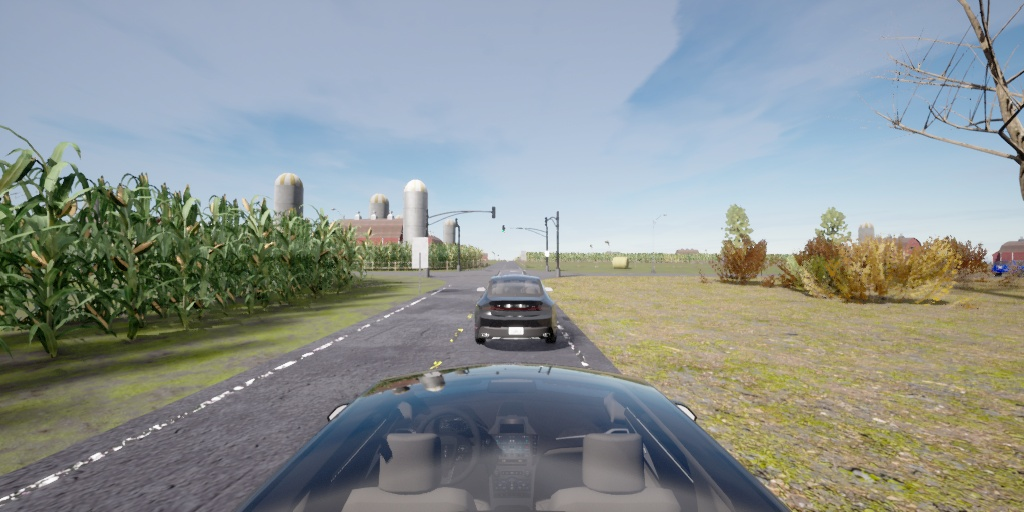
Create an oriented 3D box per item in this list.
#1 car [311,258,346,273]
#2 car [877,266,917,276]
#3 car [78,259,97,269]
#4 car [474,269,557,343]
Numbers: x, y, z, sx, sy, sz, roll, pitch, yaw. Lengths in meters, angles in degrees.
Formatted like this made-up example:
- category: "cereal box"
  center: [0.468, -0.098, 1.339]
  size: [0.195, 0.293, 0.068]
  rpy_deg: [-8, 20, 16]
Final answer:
- category: "car"
  center: [-19.786, 0.931, 37.619]
  size: [4.553, 1.767, 2.097]
  rpy_deg: [0, -1, -3]
- category: "car"
  center: [44.945, 1.729, 42.117]
  size: [4.181, 1.385, 1.994]
  rpy_deg: [1, -1, -5]
- category: "car"
  center: [-40.751, 0.962, 36.457]
  size: [5.357, 1.411, 2.033]
  rpy_deg: [0, -1, -3]
- category: "car"
  center: [0.079, 1.259, 9.635]
  size: [1.837, 1.490, 4.892]
  rpy_deg: [0, 0, 0]
